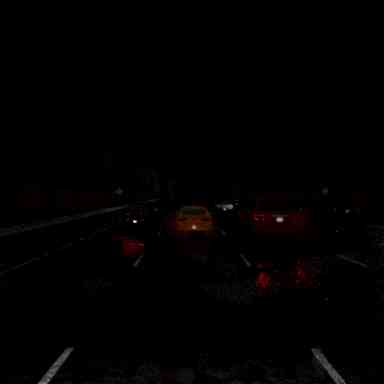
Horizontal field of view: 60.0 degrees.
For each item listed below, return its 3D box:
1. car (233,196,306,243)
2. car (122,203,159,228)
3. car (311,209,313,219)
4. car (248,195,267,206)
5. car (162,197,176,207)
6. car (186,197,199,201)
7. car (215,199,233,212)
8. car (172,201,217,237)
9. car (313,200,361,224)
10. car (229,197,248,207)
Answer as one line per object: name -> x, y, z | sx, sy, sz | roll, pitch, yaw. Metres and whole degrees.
car -> 3.599, 1.222, 16.333 | 2.150, 2.045, 5.566 | 0, 0, 0
car -> -3.401, 1.506, 22.215 | 1.837, 1.490, 4.892 | 0, 0, 0
car -> 7.098, 1.493, 25.345 | 2.128, 1.511, 4.902 | 0, 0, 0
car -> 10.497, 1.354, 53.548 | 2.097, 1.767, 4.553 | 0, 0, 0
car -> -3.404, 1.507, 49.736 | 1.837, 1.490, 4.892 | 0, 0, 0
car -> 0.095, 1.507, 51.477 | 1.837, 1.490, 4.892 | 0, 0, 0
car -> 3.596, 1.603, 39.093 | 1.895, 1.301, 4.718 | 0, 0, 0
car -> 0.099, 1.478, 17.975 | 1.882, 1.535, 5.008 | 0, 0, 0
car -> 10.596, 1.353, 24.800 | 2.097, 1.767, 4.553 | 0, 0, 0
car -> 7.095, 1.494, 51.051 | 2.128, 1.511, 4.902 | 0, 0, 0
